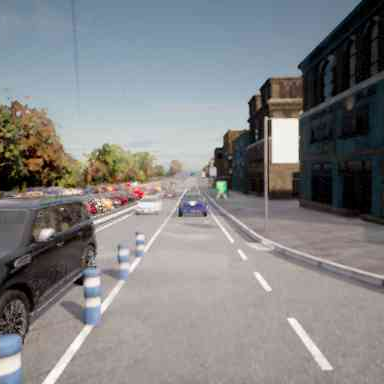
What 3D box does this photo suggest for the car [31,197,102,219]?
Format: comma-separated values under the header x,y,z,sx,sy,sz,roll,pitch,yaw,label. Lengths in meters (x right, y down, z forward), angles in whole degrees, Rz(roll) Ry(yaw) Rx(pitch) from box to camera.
x,y,z,sx,sy,sz,roll,pitch,yaw,label
-9.883,1.226,26.410,4.792,1.488,2.163,-1,1,0,car

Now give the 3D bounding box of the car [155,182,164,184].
x,y,z,sx,sy,sz,roll,pitch,yaw,label
-9.441,-0.824,76.489,4.553,1.767,2.185,-1,2,0,car

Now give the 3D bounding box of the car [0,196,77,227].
x,y,z,sx,sy,sz,roll,pitch,yaw,label
-9.870,1.167,20.833,4.553,1.767,2.185,-1,1,0,car

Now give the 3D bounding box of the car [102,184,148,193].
x,y,z,sx,sy,sz,roll,pitch,yaw,label
-9.714,0.221,48.676,5.566,2.045,2.435,-1,2,0,car

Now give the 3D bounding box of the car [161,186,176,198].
x,y,z,sx,sy,sz,roll,pitch,yaw,label
-3.337,0.225,52.222,1.812,1.442,4.674,-1,2,1,car

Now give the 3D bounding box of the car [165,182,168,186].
x,y,z,sx,sy,sz,roll,pitch,yaw,label
-9.387,-1.137,87.619,4.674,1.452,2.002,-1,2,0,car

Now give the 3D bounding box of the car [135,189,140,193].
x,y,z,sx,sy,sz,roll,pitch,yaw,label
-9.694,0.728,43.123,4.792,1.488,2.163,-1,2,0,car

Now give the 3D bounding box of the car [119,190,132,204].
x,y,z,sx,sy,sz,roll,pitch,yaw,label
-9.761,0.897,37.550,5.008,1.535,2.097,-1,2,0,car

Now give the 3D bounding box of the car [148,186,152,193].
x,y,z,sx,sy,sz,roll,pitch,yaw,label
-9.825,0.240,54.249,5.366,1.575,1.946,-1,2,0,car

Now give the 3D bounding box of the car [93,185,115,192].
x,y,z,sx,sy,sz,roll,pitch,yaw,label
-22.489,-0.849,84.925,5.008,1.535,2.097,-1,2,1,car

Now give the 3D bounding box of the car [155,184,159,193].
x,y,z,sx,sy,sz,roll,pitch,yaw,label
-9.560,-0.226,65.371,5.008,1.535,2.097,-1,2,0,car

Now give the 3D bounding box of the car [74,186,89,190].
x,y,z,sx,sy,sz,roll,pitch,yaw,label
-22.659,0.099,62.667,5.008,1.535,2.097,-1,2,0,car

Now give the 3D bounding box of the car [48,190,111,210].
x,y,z,sx,sy,sz,roll,pitch,yaw,label
-9.865,1.010,29.193,4.553,1.767,2.185,-1,1,0,car

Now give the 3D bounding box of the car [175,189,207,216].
x,y,z,sx,sy,sz,roll,pitch,yaw,label
0.047,0.847,26.223,2.097,1.767,4.553,-1,1,0,car

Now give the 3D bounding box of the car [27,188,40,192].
x,y,z,sx,sy,sz,roll,pitch,yaw,label
-22.836,0.787,43.061,4.553,1.767,2.185,-1,2,0,car

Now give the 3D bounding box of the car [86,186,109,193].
x,y,z,sx,sy,sz,roll,pitch,yaw,label
-22.521,-0.609,79.361,5.008,1.535,2.097,-1,2,0,car

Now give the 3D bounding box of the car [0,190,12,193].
x,y,z,sx,sy,sz,roll,pitch,yaw,label
-22.878,0.859,37.480,5.566,2.045,2.435,-1,2,0,car

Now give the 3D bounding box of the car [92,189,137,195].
x,y,z,sx,sy,sz,roll,pitch,yaw,label
-9.740,0.802,40.337,5.008,1.535,2.097,-1,2,0,car

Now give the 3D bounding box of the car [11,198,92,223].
x,y,z,sx,sy,sz,roll,pitch,yaw,label
-9.847,1.278,23.623,4.792,1.488,2.163,-1,1,0,car

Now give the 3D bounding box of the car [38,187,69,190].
x,y,z,sx,sy,sz,roll,pitch,yaw,label
-22.714,0.312,51.526,5.566,2.045,2.435,-1,2,0,car

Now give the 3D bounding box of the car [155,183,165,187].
x,y,z,sx,sy,sz,roll,pitch,yaw,label
-9.306,-0.585,73.712,5.366,1.575,1.946,-1,2,0,car

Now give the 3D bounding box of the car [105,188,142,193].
x,y,z,sx,sy,sz,roll,pitch,yaw,label
-9.699,0.627,45.907,4.674,1.452,2.002,-1,2,0,car

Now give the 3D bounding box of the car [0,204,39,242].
x,y,z,sx,sy,sz,roll,pitch,yaw,label
-9.915,1.386,15.253,4.792,1.488,2.163,-1,1,0,car

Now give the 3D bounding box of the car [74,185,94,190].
x,y,z,sx,sy,sz,roll,pitch,yaw,label
-22.639,-0.017,65.450,4.892,1.521,2.231,-1,2,0,car

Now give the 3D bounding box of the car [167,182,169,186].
x,y,z,sx,sy,sz,roll,pitch,yaw,label
-9.335,-1.423,90.392,4.553,1.767,2.185,-1,3,0,car

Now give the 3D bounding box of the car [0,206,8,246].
x,y,z,sx,sy,sz,roll,pitch,yaw,label
-9.961,1.372,12.474,4.892,1.521,2.231,-1,0,0,car

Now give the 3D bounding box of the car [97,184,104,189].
x,y,z,sx,sy,sz,roll,pitch,yaw,label
-22.566,-0.504,71.004,5.566,2.045,2.435,-1,2,0,car

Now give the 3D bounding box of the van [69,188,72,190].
x,y,z,sx,sy,sz,roll,pitch,yaw,label
-22.604,0.220,54.310,4.442,1.987,1.878,-1,2,0,van

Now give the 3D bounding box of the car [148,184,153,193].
x,y,z,sx,sy,sz,roll,pitch,yaw,label
-9.590,0.003,56.898,4.553,1.767,2.185,-1,2,0,car

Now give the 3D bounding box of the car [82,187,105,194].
x,y,z,sx,sy,sz,roll,pitch,yaw,label
-22.550,-0.450,76.581,4.674,1.452,2.002,-1,2,0,car

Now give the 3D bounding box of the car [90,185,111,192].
x,y,z,sx,sy,sz,roll,pitch,yaw,label
-22.476,-0.855,82.137,4.553,1.767,2.185,-1,2,1,car

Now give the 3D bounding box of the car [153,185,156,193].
x,y,z,sx,sy,sz,roll,pitch,yaw,label
-9.603,0.009,59.809,4.892,1.521,2.231,-1,2,0,car

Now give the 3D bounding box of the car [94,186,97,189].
x,y,z,sx,sy,sz,roll,pitch,yaw,label
-22.639,-0.105,68.231,4.792,1.488,2.163,-1,2,1,car

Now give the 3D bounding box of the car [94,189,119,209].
x,y,z,sx,sy,sz,roll,pitch,yaw,label
-9.844,0.939,31.973,4.553,1.767,2.185,-1,2,0,car

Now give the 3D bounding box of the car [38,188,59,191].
x,y,z,sx,sy,sz,roll,pitch,yaw,label
-22.945,0.679,48.756,5.366,1.575,1.946,-1,2,0,car

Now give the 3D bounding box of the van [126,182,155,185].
x,y,z,sx,sy,sz,roll,pitch,yaw,label
-9.696,-0.333,62.582,4.442,1.987,1.878,-1,2,0,van

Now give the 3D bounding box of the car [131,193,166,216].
x,y,z,sx,sy,sz,roll,pitch,yaw,label
-3.397,1.059,26.966,1.812,1.442,4.674,-1,1,0,car

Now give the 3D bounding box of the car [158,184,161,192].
x,y,z,sx,sy,sz,roll,pitch,yaw,label
-9.528,-0.343,68.152,5.008,1.535,2.097,-1,2,0,car

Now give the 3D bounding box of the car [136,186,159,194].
x,y,z,sx,sy,sz,roll,pitch,yaw,label
-9.514,-0.420,70.935,4.674,1.452,2.002,-1,2,0,car

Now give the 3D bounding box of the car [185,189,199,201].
x,y,z,sx,sy,sz,roll,pitch,yaw,label
0.038,0.379,46.551,1.837,1.490,4.892,-1,2,0,car

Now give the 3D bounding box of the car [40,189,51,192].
x,y,z,sx,sy,sz,roll,pitch,yaw,label
-22.776,0.800,45.849,5.008,1.535,2.097,-1,2,0,car

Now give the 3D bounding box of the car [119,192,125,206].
x,y,z,sx,sy,sz,roll,pitch,yaw,label
-9.791,1.025,34.763,4.674,1.452,2.002,-1,2,0,car

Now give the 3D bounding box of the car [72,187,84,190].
x,y,z,sx,sy,sz,roll,pitch,yaw,label
-22.677,0.256,59.886,4.674,1.452,2.002,-1,2,0,car

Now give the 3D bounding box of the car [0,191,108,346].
x,y,z,sx,sy,sz,roll,pitch,yaw,label
-3.379,1.137,6.051,2.150,2.045,5.566,-1,1,0,car

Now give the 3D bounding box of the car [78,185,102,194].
x,y,z,sx,sy,sz,roll,pitch,yaw,label
-22.540,-0.497,73.791,4.553,1.767,2.185,-1,2,0,car
